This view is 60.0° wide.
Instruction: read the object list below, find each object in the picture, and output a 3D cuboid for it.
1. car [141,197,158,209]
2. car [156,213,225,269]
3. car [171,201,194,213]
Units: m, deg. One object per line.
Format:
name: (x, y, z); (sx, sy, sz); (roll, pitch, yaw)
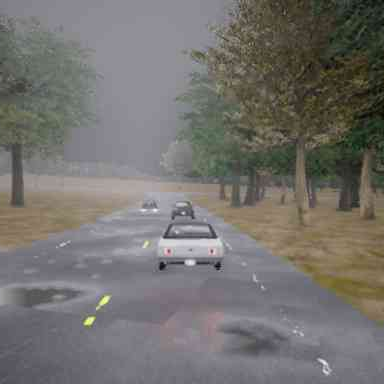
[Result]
car: (-5.408, 1.391, 42.822); (1.837, 1.490, 4.892); (0, 0, -4)
car: (-0.081, 1.620, 11.231); (1.895, 1.301, 4.718); (0, 0, -1)
car: (-0.803, 1.484, 28.575); (1.812, 1.442, 4.674); (0, 0, -3)
